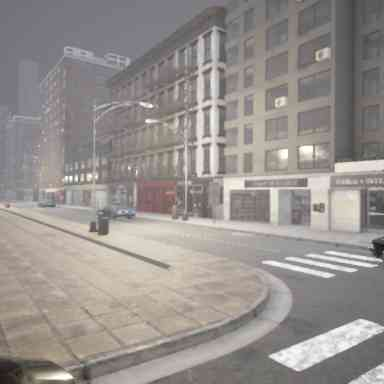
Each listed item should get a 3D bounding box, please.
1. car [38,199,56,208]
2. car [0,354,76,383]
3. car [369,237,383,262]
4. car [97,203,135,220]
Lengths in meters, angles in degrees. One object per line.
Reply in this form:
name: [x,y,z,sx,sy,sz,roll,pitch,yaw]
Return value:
car: [-23.574,1.869,54.009,1.994,1.385,4.181,1,-1,-35]
car: [-2.514,1.546,1.022,4.313,1.339,1.947,1,-1,-35]
car: [7.908,1.752,9.747,1.895,1.301,4.718,1,-1,-35]
car: [-7.108,1.767,30.857,2.033,1.411,5.357,1,-1,-35]
